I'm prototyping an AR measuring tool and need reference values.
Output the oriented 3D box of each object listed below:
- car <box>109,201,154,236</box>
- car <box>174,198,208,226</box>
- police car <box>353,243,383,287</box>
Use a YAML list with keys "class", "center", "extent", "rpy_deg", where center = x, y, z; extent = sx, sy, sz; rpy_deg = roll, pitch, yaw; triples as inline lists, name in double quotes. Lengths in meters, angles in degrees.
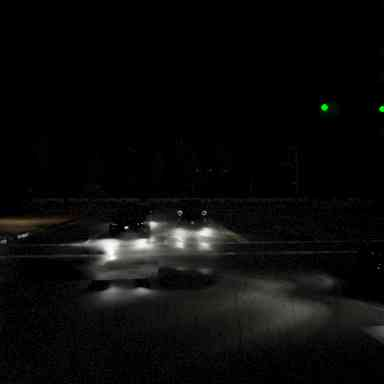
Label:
- class: "car"
  center: [-3.339, 1.494, 18.604]
  extent: [1.837, 1.490, 4.892]
  rpy_deg: [0, 0, -3]
- class: "car"
  center: [-0.144, 1.341, 22.993]
  extent: [2.097, 1.767, 4.553]
  rpy_deg: [0, 0, -5]
- class: "police car"
  center: [6.457, 1.425, 7.661]
  extent: [5.238, 1.638, 1.930]
  rpy_deg: [0, 0, -5]
